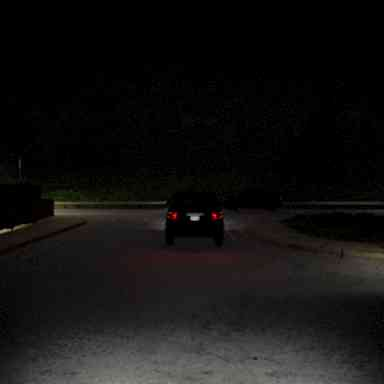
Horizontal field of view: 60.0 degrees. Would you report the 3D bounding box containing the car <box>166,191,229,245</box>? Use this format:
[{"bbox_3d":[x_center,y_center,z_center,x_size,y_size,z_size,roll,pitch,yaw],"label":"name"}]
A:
[{"bbox_3d":[0.098,0.955,14.194,2.150,2.045,5.566,0,1,0],"label":"car"}]

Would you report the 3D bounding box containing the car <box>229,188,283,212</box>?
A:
[{"bbox_3d":[5.322,0.664,29.936,5.566,2.045,2.150,0,1,0],"label":"car"}]
